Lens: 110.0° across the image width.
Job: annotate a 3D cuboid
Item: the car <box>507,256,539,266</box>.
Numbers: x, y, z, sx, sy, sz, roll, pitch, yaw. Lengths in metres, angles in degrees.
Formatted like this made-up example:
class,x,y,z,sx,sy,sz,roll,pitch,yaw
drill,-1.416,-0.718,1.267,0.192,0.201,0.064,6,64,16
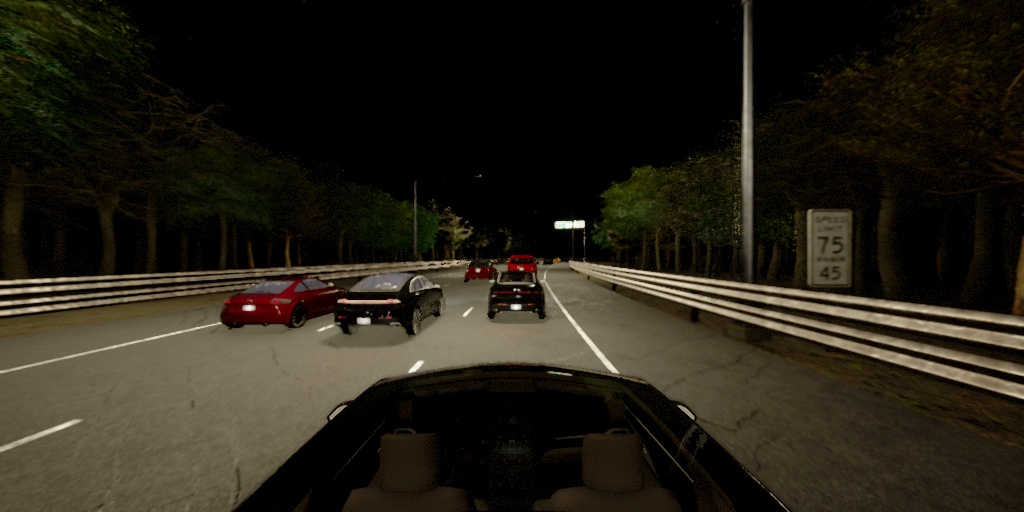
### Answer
class,x,y,z,sx,sy,sz,roll,pitch,yaw
car,0.804,1.011,26.347,2.150,2.045,5.566,0,0,4

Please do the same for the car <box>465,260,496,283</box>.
class,x,y,z,sx,sy,sz,roll,pitch,yaw
car,-2.406,1.139,28.837,2.097,1.767,4.553,0,0,4

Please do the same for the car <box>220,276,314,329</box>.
class,x,y,z,sx,sy,sz,roll,pitch,yaw
car,-6.737,1.315,11.263,1.994,1.385,4.181,0,0,1

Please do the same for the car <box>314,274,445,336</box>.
class,x,y,z,sx,sy,sz,roll,pitch,yaw
car,-3.260,1.248,10.442,2.128,1.511,4.902,0,0,1

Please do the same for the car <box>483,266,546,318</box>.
class,x,y,z,sx,sy,sz,roll,pitch,yaw
car,0.193,1.273,13.130,1.837,1.490,4.892,0,0,2
